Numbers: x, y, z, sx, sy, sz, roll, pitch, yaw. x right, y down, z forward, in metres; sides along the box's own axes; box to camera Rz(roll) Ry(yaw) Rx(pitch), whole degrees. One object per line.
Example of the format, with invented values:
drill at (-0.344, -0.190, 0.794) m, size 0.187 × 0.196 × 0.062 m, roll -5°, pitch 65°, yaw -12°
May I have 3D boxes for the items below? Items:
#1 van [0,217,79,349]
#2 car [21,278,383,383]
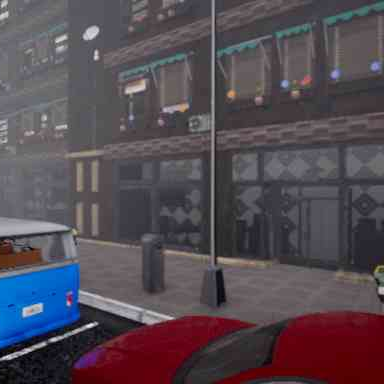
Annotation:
van at (-3.588, 1.295, 5.440) m, size 3.998 × 1.788 × 1.690 m, roll 1°, pitch 0°, yaw 36°
car at (1.020, 1.542, 2.153) m, size 4.507 × 1.381 × 1.887 m, roll 1°, pitch 0°, yaw 35°
